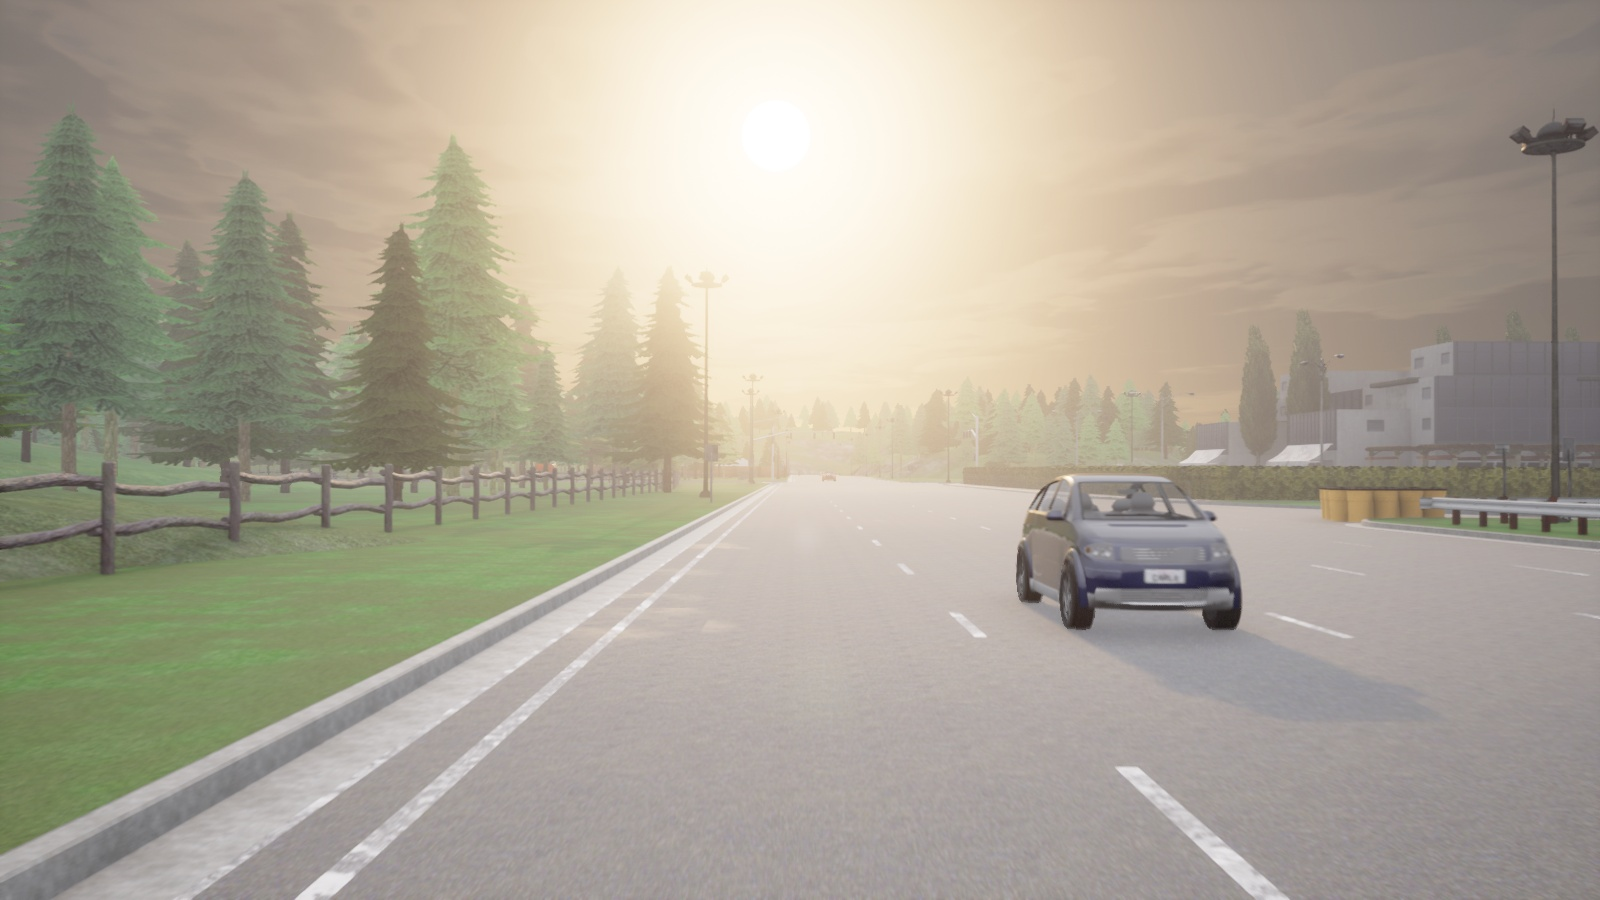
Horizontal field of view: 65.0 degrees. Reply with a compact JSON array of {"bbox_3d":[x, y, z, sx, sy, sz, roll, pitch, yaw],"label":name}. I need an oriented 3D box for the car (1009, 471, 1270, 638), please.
[{"bbox_3d":[3.469,1.006,13.553,1.789,1.549,3.705,0,-1,0],"label":"car"}]
